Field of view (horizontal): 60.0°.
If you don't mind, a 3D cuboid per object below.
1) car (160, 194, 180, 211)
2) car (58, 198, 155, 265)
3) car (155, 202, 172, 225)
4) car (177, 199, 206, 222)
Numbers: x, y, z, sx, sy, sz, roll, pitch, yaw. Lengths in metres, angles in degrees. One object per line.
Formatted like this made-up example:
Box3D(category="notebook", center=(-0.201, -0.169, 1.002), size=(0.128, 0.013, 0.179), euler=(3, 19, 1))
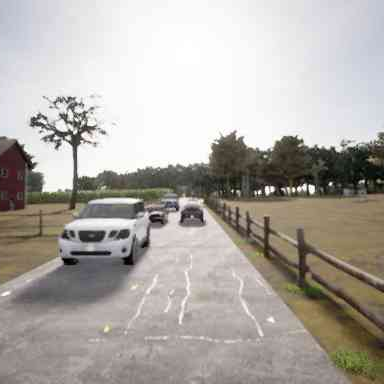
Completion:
Box3D(category="car", center=(-2.749, 1.312, 42.489), size=(2.150, 2.045, 5.566), euler=(0, 0, 0))
Box3D(category="car", center=(-2.838, 1.248, 12.074), size=(2.150, 2.045, 5.566), euler=(0, 0, 0))
Box3D(category="car", center=(-2.790, 1.652, 24.641), size=(1.895, 1.301, 4.718), euler=(0, 0, 1))
Box3D(category="car", center=(0.024, 1.562, 26.964), size=(1.837, 1.490, 4.892), euler=(0, 0, 0))
